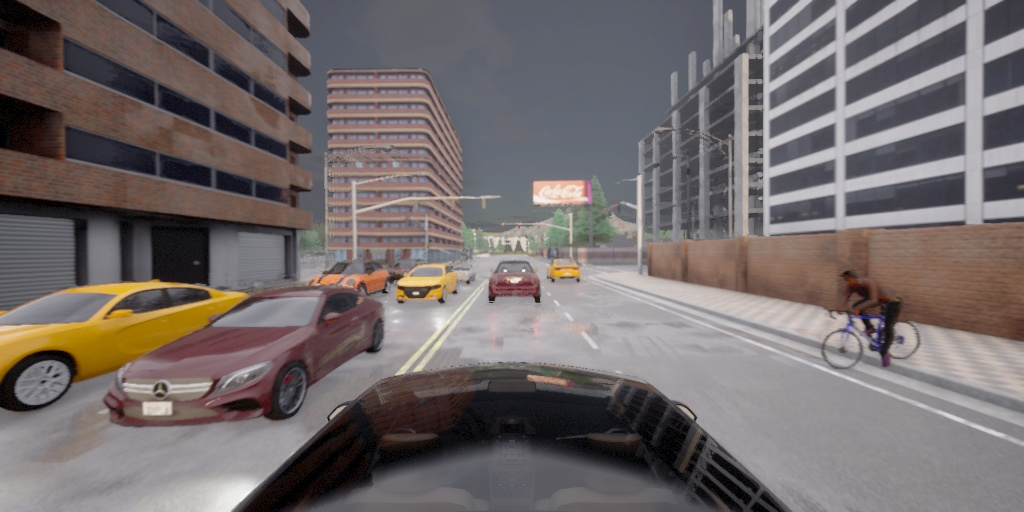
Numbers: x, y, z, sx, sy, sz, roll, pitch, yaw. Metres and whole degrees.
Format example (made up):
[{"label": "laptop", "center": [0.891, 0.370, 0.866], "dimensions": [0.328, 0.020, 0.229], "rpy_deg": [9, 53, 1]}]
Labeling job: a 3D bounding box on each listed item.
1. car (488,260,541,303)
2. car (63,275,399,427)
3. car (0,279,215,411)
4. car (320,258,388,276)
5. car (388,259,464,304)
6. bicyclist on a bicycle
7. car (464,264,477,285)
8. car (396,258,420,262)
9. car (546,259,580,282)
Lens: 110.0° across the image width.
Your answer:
[{"label": "car", "center": [0.101, 0.946, 15.847], "dimensions": [2.097, 1.767, 4.553], "rpy_deg": [0, 1, 0]}, {"label": "car", "center": [-3.582, 1.260, 5.952], "dimensions": [1.812, 1.442, 4.674], "rpy_deg": [0, 1, 0]}, {"label": "car", "center": [-7.097, 1.238, 6.340], "dimensions": [1.882, 1.535, 5.008], "rpy_deg": [0, 1, 0]}, {"label": "car", "center": [-7.073, 1.006, 15.913], "dimensions": [2.097, 1.767, 4.553], "rpy_deg": [0, 1, 0]}, {"label": "car", "center": [-3.572, 1.103, 15.889], "dimensions": [1.882, 1.535, 5.008], "rpy_deg": [0, 1, 0]}, {"label": "bicyclist on a bicycle", "center": [5.870, 1.016, 5.938], "dimensions": [1.656, 1.620, 0.582], "rpy_deg": [-10, 1, 0]}, {"label": "car", "center": [-3.493, 1.193, 23.915], "dimensions": [1.895, 1.301, 4.718], "rpy_deg": [0, 1, 0]}, {"label": "car", "center": [-6.995, 0.971, 23.974], "dimensions": [2.097, 1.767, 4.553], "rpy_deg": [0, 1, 0]}, {"label": "car", "center": [3.506, 0.941, 25.139], "dimensions": [1.882, 1.535, 5.008], "rpy_deg": [0, 1, 0]}]
